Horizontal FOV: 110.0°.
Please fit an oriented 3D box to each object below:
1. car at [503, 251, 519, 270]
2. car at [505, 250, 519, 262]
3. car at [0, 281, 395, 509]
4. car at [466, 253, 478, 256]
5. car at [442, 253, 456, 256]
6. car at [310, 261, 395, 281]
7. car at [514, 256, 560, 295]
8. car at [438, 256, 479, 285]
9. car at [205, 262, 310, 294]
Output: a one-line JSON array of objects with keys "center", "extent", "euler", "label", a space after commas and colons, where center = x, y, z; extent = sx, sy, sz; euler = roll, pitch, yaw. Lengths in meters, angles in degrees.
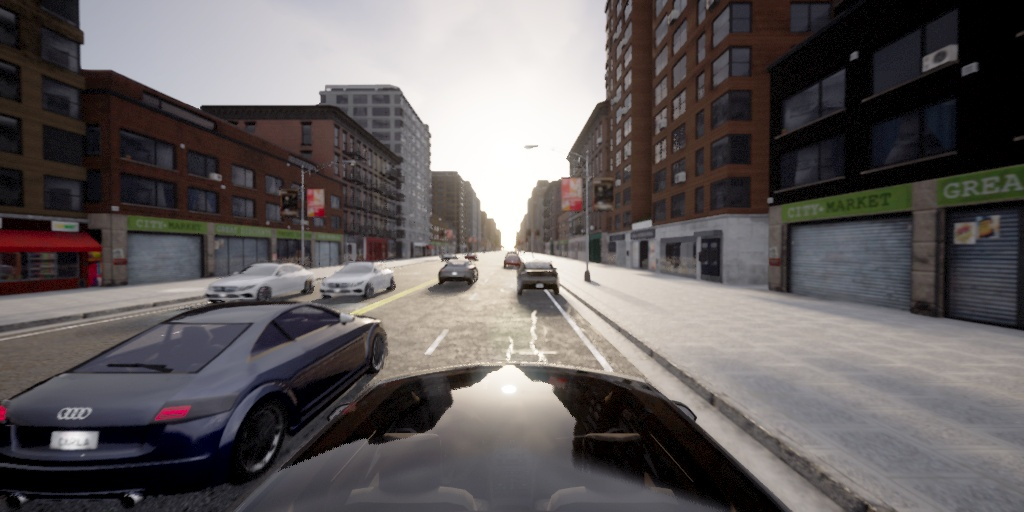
[{"center": [0.046, 0.488, 40.658], "extent": [1.994, 1.385, 4.181], "euler": [0, 1, 0], "label": "car"}, {"center": [0.008, -0.004, 54.119], "extent": [2.097, 1.767, 4.553], "euler": [0, 1, 0], "label": "car"}, {"center": [-3.151, 1.252, 4.588], "extent": [1.994, 1.385, 4.181], "euler": [0, 1, 0], "label": "car"}, {"center": [-6.549, 0.180, 57.285], "extent": [1.895, 1.301, 4.718], "euler": [0, 1, 1], "label": "car"}, {"center": [-9.807, 0.171, 55.880], "extent": [1.994, 1.385, 4.181], "euler": [0, 1, 0], "label": "car"}, {"center": [-6.599, 0.974, 15.862], "extent": [1.812, 1.442, 4.674], "euler": [0, 1, 0], "label": "car"}, {"center": [1.139, 0.927, 17.103], "extent": [1.837, 1.490, 4.892], "euler": [0, 1, 0], "label": "car"}, {"center": [-3.146, 0.889, 21.614], "extent": [1.994, 1.385, 4.181], "euler": [0, 1, 0], "label": "car"}, {"center": [-9.857, 1.002, 14.546], "extent": [1.812, 1.442, 4.674], "euler": [0, 1, 0], "label": "car"}]
